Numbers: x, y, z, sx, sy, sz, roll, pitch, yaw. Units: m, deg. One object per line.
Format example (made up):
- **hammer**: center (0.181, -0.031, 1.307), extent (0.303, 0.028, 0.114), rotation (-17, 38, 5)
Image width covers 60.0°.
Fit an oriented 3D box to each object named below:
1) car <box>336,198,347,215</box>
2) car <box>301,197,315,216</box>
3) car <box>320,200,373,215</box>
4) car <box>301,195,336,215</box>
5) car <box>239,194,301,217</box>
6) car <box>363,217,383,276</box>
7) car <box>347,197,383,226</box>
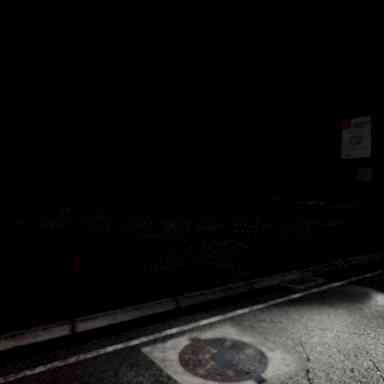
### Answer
- **car**: center (15.755, 1.675, 37.424), extent (1.946, 1.575, 5.366), rotation (2, -1, -35)
- **car**: center (8.922, 1.479, 32.353), extent (2.231, 1.521, 4.892), rotation (1, -1, -35)
- **car**: center (17.929, 1.752, 38.957), extent (1.946, 1.575, 5.366), rotation (2, -1, -35)
- **car**: center (11.213, 1.282, 33.957), extent (2.435, 2.045, 5.566), rotation (1, -1, -35)
- **car**: center (6.765, 1.177, 30.789), extent (2.435, 2.045, 5.566), rotation (1, -1, -35)
- **car**: center (6.697, 1.444, 8.353), extent (4.902, 1.511, 2.128), rotation (0, 0, -35)
- **car**: center (12.080, 1.281, 19.586), extent (2.185, 1.767, 4.553), rotation (1, -1, -35)
